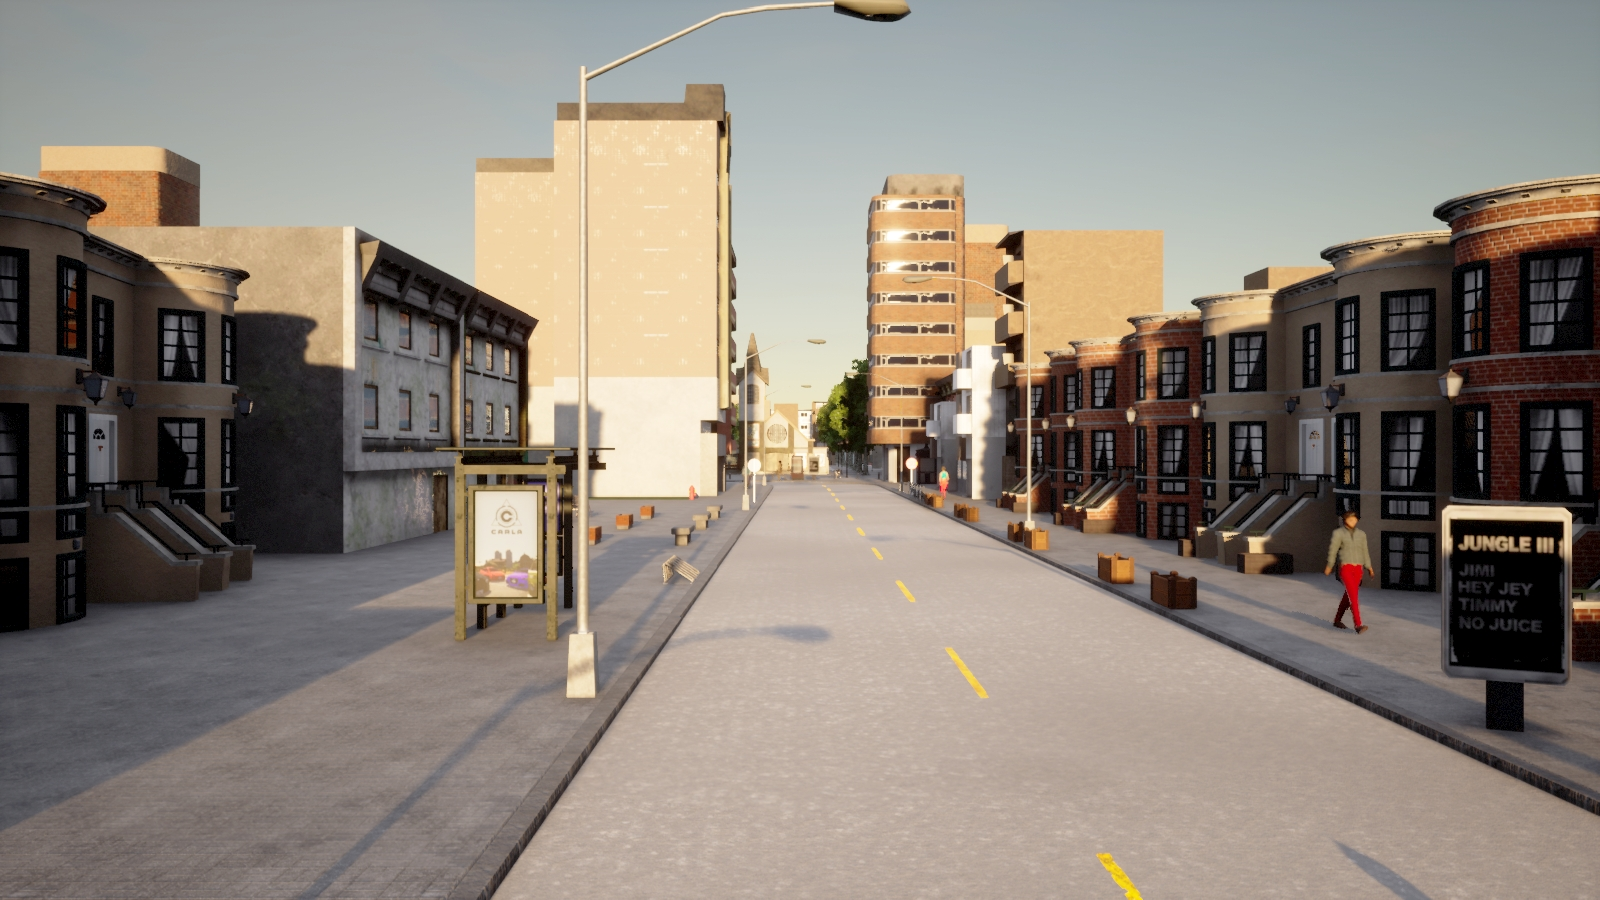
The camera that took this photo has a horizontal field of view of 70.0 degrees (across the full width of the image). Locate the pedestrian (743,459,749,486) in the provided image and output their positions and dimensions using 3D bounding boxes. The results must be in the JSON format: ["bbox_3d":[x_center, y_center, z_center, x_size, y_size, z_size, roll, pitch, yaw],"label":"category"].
[{"bbox_3d":[-3.613,1.522,77.028,0.375,1.860,0.375,0,0,2],"label":"pedestrian"}]

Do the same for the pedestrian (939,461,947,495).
[{"bbox_3d":[7.765,1.522,61.911,0.375,1.860,0.375,0,0,-1],"label":"pedestrian"}]

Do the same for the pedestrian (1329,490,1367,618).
[{"bbox_3d":[8.073,1.524,16.845,0.375,1.860,0.375,0,0,0],"label":"pedestrian"}]
